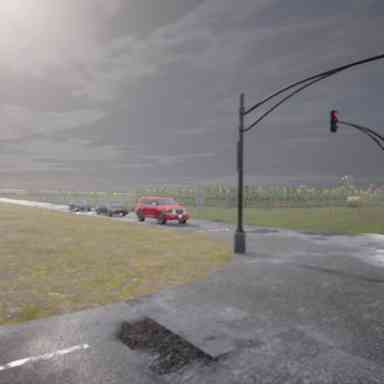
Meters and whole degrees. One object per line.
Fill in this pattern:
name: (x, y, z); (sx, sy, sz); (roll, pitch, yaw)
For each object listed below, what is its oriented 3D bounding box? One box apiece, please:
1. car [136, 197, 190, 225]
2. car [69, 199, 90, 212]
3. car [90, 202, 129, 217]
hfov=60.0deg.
car: (-2.460, 1.428, 26.445); (2.150, 2.045, 5.566); (1, -1, -36)
car: (-14.551, 1.752, 43.148); (1.837, 1.490, 4.892); (1, -1, -36)
car: (-8.486, 1.775, 34.755); (2.033, 1.411, 5.357); (1, -1, -36)
